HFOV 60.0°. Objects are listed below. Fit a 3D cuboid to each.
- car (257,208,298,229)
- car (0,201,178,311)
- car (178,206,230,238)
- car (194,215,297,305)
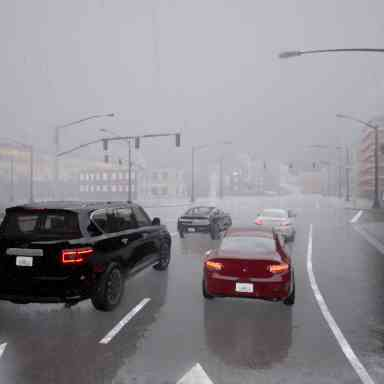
[{"bbox_3d":[4.191,1.526,16.557,1.812,1.442,4.674,0,0,20],"label":"car"},{"bbox_3d":[-2.161,1.221,8.039,2.150,2.045,5.566,0,0,12],"label":"car"},{"bbox_3d":[0.784,1.491,17.289,2.128,1.511,4.902,0,0,19],"label":"car"},{"bbox_3d":[1.452,1.526,8.124,1.812,1.442,4.674,0,0,13],"label":"car"}]
